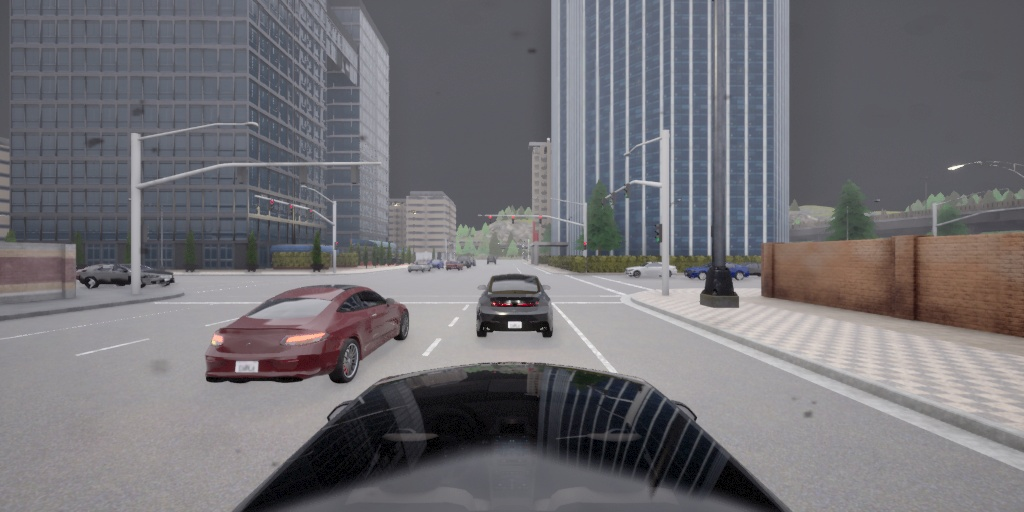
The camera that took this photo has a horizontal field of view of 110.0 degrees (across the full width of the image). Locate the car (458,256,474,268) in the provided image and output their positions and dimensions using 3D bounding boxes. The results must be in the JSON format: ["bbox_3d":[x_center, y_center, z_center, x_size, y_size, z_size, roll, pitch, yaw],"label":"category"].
[{"bbox_3d":[-8.054,0.971,59.440,2.150,2.045,5.566,0,0,-1],"label":"car"}]

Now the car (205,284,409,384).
[{"bbox_3d":[-3.438,1.276,6.963,1.812,1.442,4.674,0,0,0],"label":"car"}]

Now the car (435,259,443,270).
[{"bbox_3d":[-11.476,1.227,53.855,1.882,1.535,5.008,0,0,-1],"label":"car"}]

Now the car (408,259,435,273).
[{"bbox_3d":[-11.397,1.351,44.439,1.895,1.301,4.718,0,0,1],"label":"car"}]

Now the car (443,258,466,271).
[{"bbox_3d":[-7.915,1.351,49.646,1.895,1.301,4.718,0,0,-1],"label":"car"}]

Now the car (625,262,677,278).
[{"bbox_3d":[13.025,1.276,33.719,4.674,1.442,1.812,0,0,1],"label":"car"}]

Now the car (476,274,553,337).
[{"bbox_3d":[0.063,1.255,10.229,1.837,1.490,4.892,0,0,0],"label":"car"}]

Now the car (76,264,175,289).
[{"bbox_3d":[-24.229,1.241,22.667,4.902,1.511,2.128,0,0,0],"label":"car"}]

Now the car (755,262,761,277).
[{"bbox_3d":[22.612,1.297,33.824,5.357,1.411,2.033,0,0,-1],"label":"car"}]

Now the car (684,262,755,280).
[{"bbox_3d":[17.208,1.228,30.276,5.008,1.535,1.882,0,0,-1],"label":"car"}]
